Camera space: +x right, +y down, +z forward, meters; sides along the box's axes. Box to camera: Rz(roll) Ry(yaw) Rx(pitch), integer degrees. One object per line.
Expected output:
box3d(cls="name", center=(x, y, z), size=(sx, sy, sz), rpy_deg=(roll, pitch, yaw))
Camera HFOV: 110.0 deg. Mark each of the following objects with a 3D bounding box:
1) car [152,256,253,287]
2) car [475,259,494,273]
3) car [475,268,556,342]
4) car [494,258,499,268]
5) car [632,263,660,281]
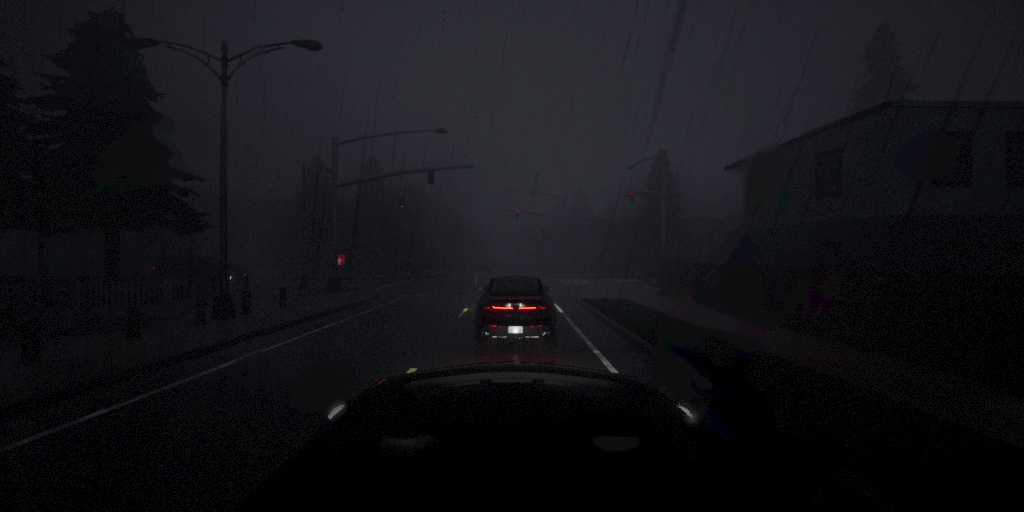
box3d(cls="car", center=(-20.666, 0.987, 24.039), size=(5.566, 2.045, 2.150), rpy_deg=(0, 0, -1))
box3d(cls="car", center=(-3.495, 1.275, 44.179), size=(1.812, 1.442, 4.674), rpy_deg=(0, 0, -1))
box3d(cls="car", center=(0.092, 1.255, 9.729), size=(1.837, 1.490, 4.892), rpy_deg=(0, 0, 0))
box3d(cls="car", center=(-3.455, 1.275, 58.079), size=(1.812, 1.442, 4.674), rpy_deg=(0, 0, -1))
box3d(cls="car", center=(12.141, 1.294, 29.629), size=(4.181, 1.385, 1.994), rpy_deg=(0, 0, -6))
